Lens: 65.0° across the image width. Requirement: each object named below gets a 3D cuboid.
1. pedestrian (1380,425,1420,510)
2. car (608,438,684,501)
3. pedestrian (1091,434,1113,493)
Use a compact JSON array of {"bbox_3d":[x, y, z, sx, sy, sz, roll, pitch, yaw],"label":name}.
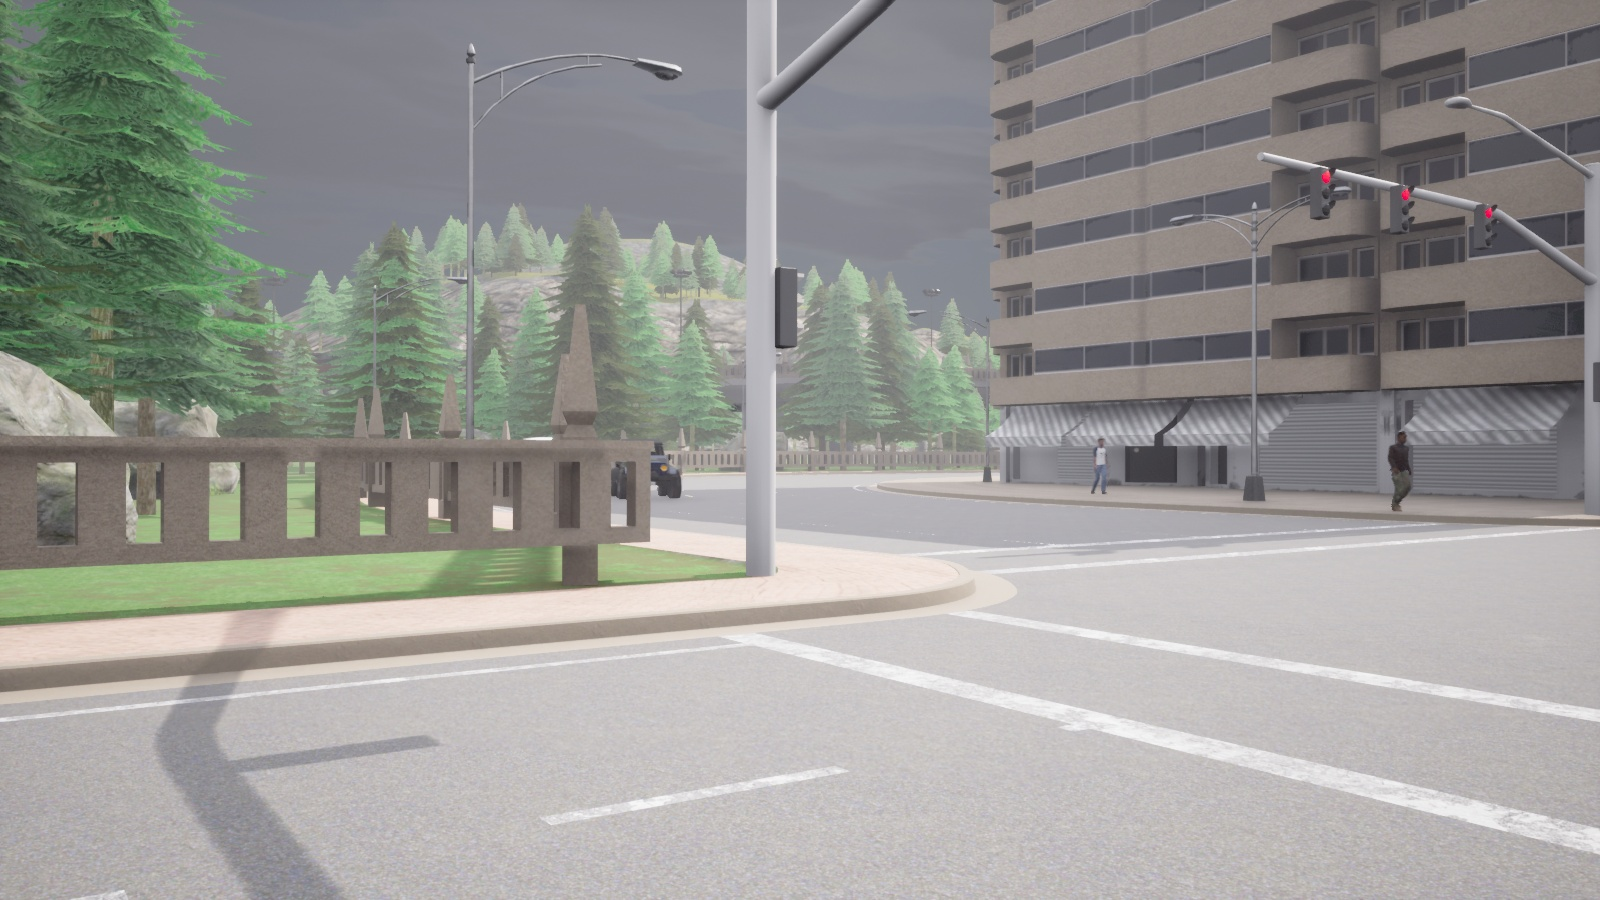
[{"bbox_3d":[13.266,0.383,27.771,0.431,1.840,0.703,0,0,-19],"label":"pedestrian"},{"bbox_3d":[-4.935,0.593,39.840,1.905,1.878,3.866,0,0,-14],"label":"car"},{"bbox_3d":[9.491,0.419,39.529,0.354,1.836,0.706,0,0,-18],"label":"pedestrian"}]
